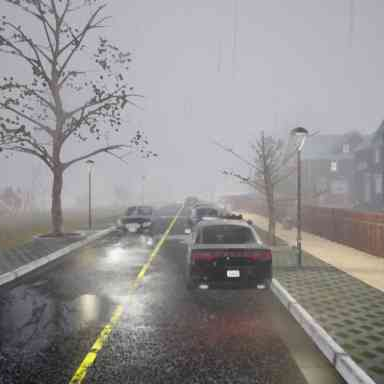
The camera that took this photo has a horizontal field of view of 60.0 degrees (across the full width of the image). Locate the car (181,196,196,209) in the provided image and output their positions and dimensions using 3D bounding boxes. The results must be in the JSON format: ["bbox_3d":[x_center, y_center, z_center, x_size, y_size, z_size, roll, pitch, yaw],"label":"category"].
[{"bbox_3d":[-0.015,1.362,45.833,2.097,1.767,4.553,0,0,0],"label":"car"}]

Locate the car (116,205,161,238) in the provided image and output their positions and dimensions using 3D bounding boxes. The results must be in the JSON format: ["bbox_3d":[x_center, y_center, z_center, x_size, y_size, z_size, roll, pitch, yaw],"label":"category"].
[{"bbox_3d":[-2.763,1.491,17.847,2.128,1.511,4.902,0,0,0],"label":"car"}]

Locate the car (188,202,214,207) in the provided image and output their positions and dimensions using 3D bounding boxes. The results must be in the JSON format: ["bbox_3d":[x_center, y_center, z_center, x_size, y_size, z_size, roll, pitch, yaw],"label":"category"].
[{"bbox_3d":[0.811,1.525,19.095,1.812,1.442,4.674,0,0,0],"label":"car"}]

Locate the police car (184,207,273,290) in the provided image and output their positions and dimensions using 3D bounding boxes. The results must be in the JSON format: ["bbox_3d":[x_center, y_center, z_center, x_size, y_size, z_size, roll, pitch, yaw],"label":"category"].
[{"bbox_3d":[0.819,1.424,9.205,1.930,1.638,5.238,0,0,0],"label":"police car"}]

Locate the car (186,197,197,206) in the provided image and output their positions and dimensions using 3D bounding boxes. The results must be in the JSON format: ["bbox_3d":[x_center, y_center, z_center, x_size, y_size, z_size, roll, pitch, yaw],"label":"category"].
[{"bbox_3d":[-0.042,1.545,56.924,1.812,1.442,4.674,0,0,0],"label":"car"}]

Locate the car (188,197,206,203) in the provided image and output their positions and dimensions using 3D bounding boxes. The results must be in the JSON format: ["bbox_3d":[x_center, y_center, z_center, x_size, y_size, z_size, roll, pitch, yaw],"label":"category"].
[{"bbox_3d":[0.807,1.456,25.285,1.801,1.575,5.366,0,0,0],"label":"car"}]

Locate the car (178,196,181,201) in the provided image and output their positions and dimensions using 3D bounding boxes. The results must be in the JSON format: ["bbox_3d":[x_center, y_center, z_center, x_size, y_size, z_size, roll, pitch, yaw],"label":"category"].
[{"bbox_3d":[-2.815,1.661,88.155,1.895,1.301,4.718,0,0,0],"label":"car"}]
